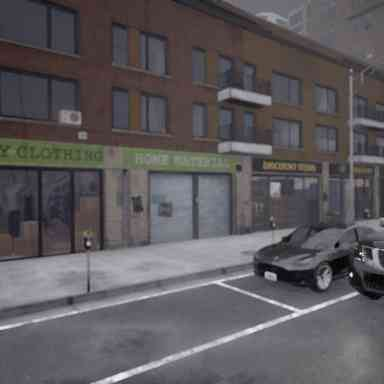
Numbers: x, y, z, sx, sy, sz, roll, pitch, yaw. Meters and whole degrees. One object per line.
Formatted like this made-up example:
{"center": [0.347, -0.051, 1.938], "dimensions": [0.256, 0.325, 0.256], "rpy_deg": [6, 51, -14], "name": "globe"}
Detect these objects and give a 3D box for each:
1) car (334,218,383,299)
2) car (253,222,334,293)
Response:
{"center": [5.669, 1.139, 7.113], "dimensions": [5.566, 2.045, 2.150], "rpy_deg": [-1, 0, -36], "name": "car"}
{"center": [3.533, 1.491, 8.706], "dimensions": [4.313, 1.339, 1.947], "rpy_deg": [-1, 0, -35], "name": "car"}
